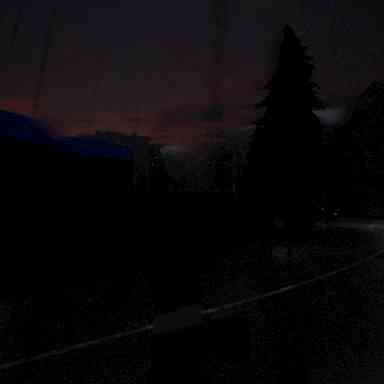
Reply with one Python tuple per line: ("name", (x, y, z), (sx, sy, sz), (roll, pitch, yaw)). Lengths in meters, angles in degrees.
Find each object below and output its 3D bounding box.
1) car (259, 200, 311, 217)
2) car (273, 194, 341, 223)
("car", (8.751, 1.513, 31.737), (1.812, 1.442, 4.674), (0, 0, -36))
("car", (8.574, 1.209, 25.788), (2.150, 2.045, 5.566), (0, 0, -34))
